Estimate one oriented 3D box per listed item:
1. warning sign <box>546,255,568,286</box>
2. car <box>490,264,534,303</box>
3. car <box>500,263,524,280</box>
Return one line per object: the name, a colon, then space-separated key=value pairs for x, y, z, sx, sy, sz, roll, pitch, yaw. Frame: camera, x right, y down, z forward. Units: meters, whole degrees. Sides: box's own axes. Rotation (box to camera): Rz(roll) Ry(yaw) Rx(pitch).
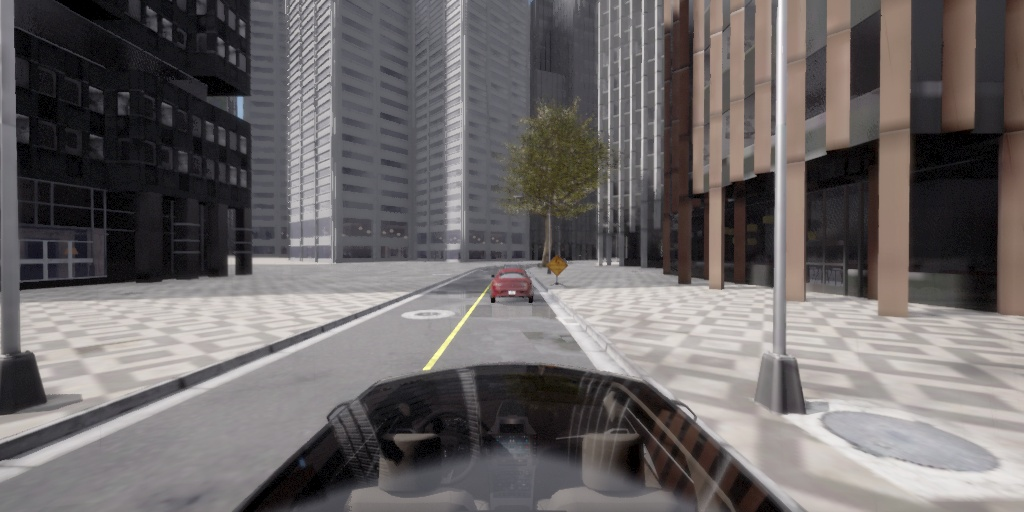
warning sign: x=2.718 y=0.852 z=21.685 sx=1.300 sy=1.860 sz=1.060 roll=0 pitch=0 yaw=0
car: x=0.000 y=1.277 z=16.501 sx=1.812 sy=1.442 sz=4.674 roll=0 pitch=0 yaw=0
car: x=0.000 y=1.326 z=31.530 sx=1.895 sy=1.301 sz=4.718 roll=0 pitch=0 yaw=0
